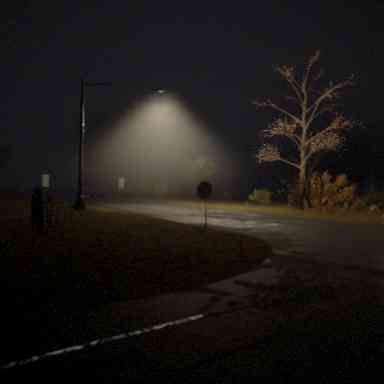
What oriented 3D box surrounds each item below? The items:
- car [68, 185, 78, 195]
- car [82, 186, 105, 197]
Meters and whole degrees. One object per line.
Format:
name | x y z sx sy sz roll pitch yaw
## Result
car | -20.123 -0.479 58.014 2.097 1.767 4.553 1 1 -36
car | -14.792 0.028 50.545 1.994 1.385 4.181 1 1 -36
